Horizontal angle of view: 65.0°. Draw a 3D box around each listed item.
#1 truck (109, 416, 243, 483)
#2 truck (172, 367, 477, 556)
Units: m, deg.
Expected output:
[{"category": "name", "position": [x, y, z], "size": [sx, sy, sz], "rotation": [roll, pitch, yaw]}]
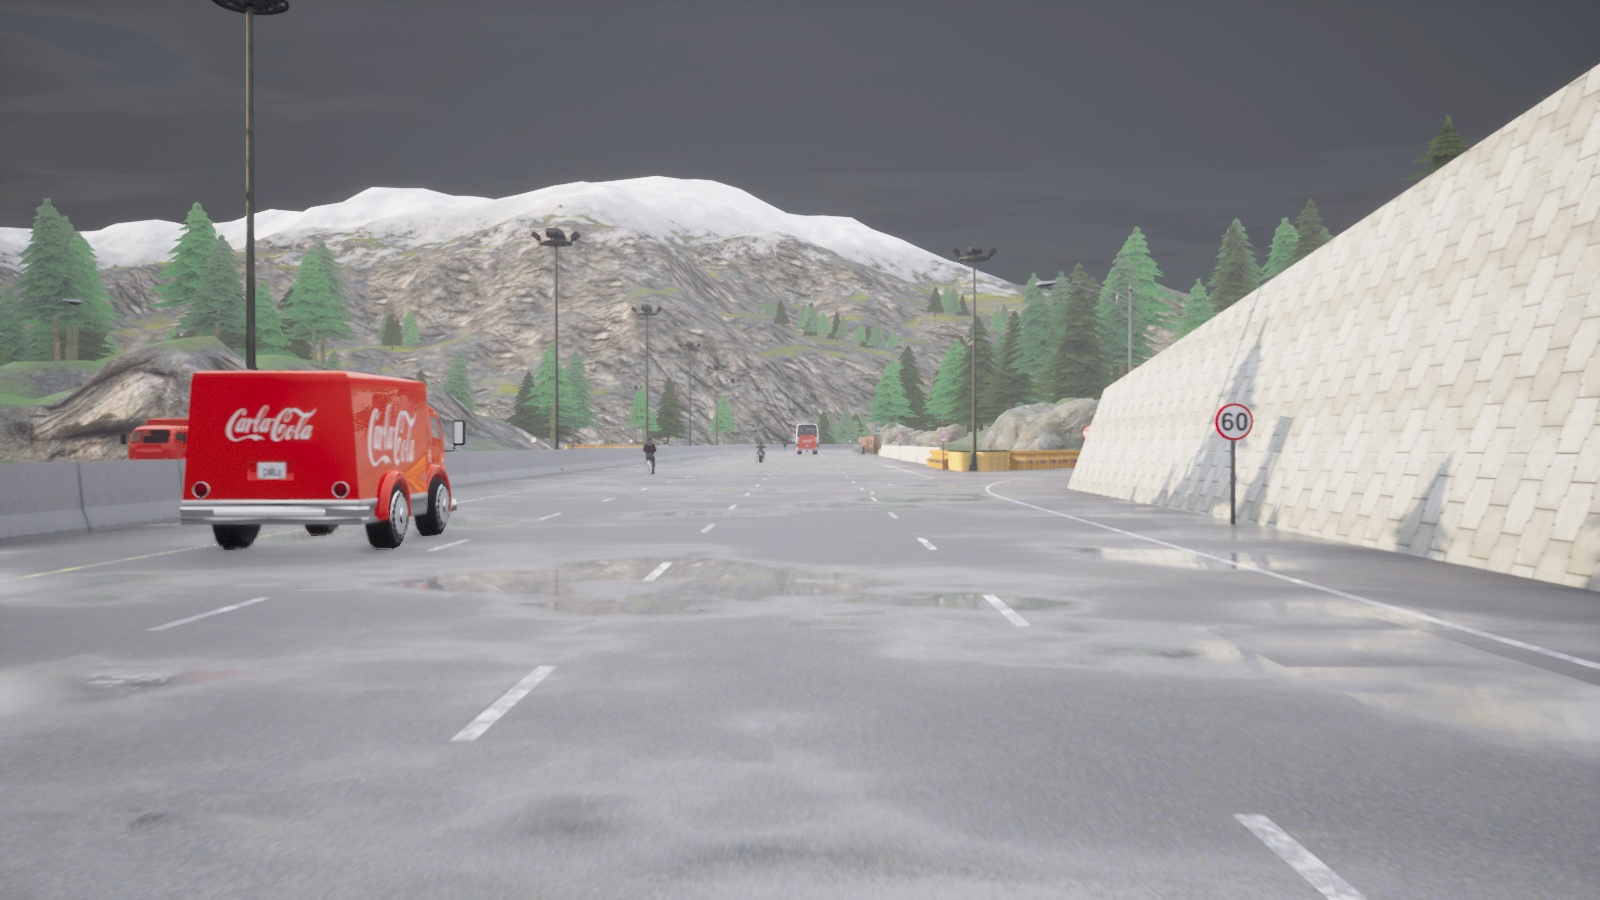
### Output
[{"category": "truck", "position": [-24.206, -0.036, 48.992], "size": [2.627, 2.467, 5.204], "rotation": [0, 0, 0]}, {"category": "truck", "position": [-6.876, 0.144, 18.990], "size": [2.627, 2.467, 5.204], "rotation": [0, 0, 0]}]
